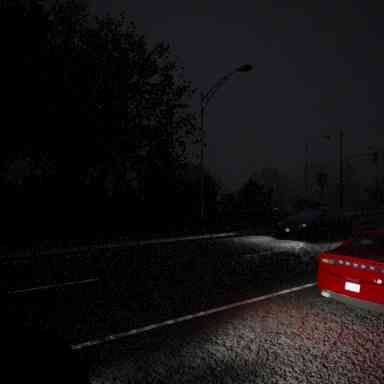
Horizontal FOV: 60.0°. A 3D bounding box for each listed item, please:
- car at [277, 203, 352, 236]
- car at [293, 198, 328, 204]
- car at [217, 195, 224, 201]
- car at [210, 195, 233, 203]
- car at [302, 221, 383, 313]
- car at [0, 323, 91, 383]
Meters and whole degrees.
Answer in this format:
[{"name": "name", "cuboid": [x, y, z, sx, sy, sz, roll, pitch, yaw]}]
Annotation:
[{"name": "car", "cuboid": [6.428, 1.525, 17.127, 4.674, 1.442, 1.812, 0, 0, -35]}, {"name": "car", "cuboid": [14.466, 1.476, 39.825, 1.882, 1.535, 5.008, 0, 0, -33]}, {"name": "car", "cuboid": [3.918, 1.453, 56.637, 1.812, 1.442, 4.674, 0, 1, -32]}, {"name": "car", "cuboid": [5.853, 1.323, 67.055, 2.128, 1.511, 4.902, 0, 1, -32]}, {"name": "car", "cuboid": [4.768, 1.477, 7.124, 5.008, 1.535, 1.882, 0, 0, -35]}, {"name": "car", "cuboid": [-2.985, 1.492, 1.625, 4.902, 1.511, 2.128, 0, 0, -35]}]
